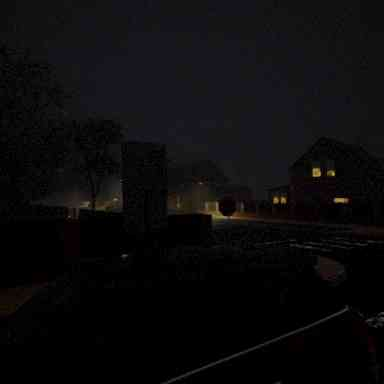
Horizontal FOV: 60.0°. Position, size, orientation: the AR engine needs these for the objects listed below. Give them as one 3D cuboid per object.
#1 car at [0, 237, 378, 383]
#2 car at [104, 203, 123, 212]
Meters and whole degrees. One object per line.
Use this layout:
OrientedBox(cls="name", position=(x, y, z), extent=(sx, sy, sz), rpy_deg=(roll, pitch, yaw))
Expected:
OrientedBox(cls="car", position=(-0.517, 1.352, 2.690), extent=(4.553, 1.767, 2.097), rpy_deg=(0, 0, -34))
OrientedBox(cls="car", position=(-11.395, 2.399, 48.736), extent=(1.882, 1.535, 5.008), rpy_deg=(-1, -1, -31))
